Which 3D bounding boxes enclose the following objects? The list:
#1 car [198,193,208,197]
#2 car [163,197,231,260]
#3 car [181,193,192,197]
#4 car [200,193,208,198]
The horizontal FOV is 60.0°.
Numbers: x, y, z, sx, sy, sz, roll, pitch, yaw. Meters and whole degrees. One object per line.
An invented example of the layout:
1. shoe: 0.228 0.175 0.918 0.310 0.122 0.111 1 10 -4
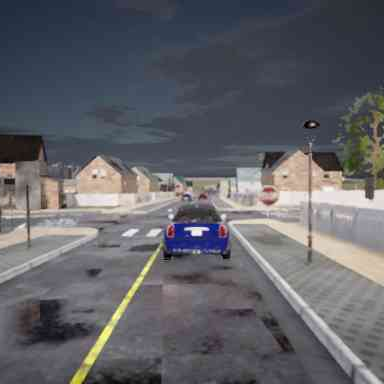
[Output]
1. car: 2.350 0.971 72.532 1.812 1.442 4.674 0 0 3
2. car: 0.193 1.212 12.003 2.097 1.767 4.553 0 1 1
3. car: -0.998 1.010 61.701 1.812 1.442 4.674 0 0 3
4. car: 2.942 0.870 82.551 1.895 1.301 4.718 0 0 4
